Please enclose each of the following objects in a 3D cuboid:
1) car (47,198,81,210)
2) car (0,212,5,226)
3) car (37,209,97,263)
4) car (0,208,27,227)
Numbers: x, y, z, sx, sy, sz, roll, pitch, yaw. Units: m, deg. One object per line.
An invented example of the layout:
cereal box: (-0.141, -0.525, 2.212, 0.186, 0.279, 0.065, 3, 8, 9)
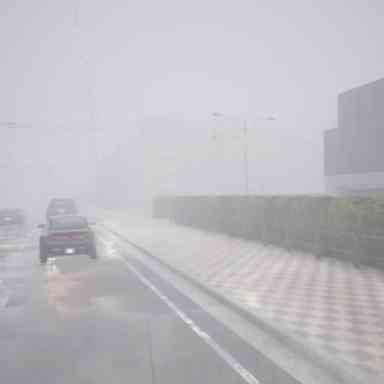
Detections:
car: (-9.907, 1.495, 25.852, 2.150, 2.045, 5.566, -1, 0, -17)
car: (-8.032, 1.689, 11.536, 1.837, 1.490, 4.892, -1, 0, -22)
car: (-4.799, 1.640, 12.876, 1.837, 1.490, 4.892, -1, 0, -22)
car: (-13.928, 1.904, 25.651, 1.994, 1.385, 4.181, -1, 0, -23)
